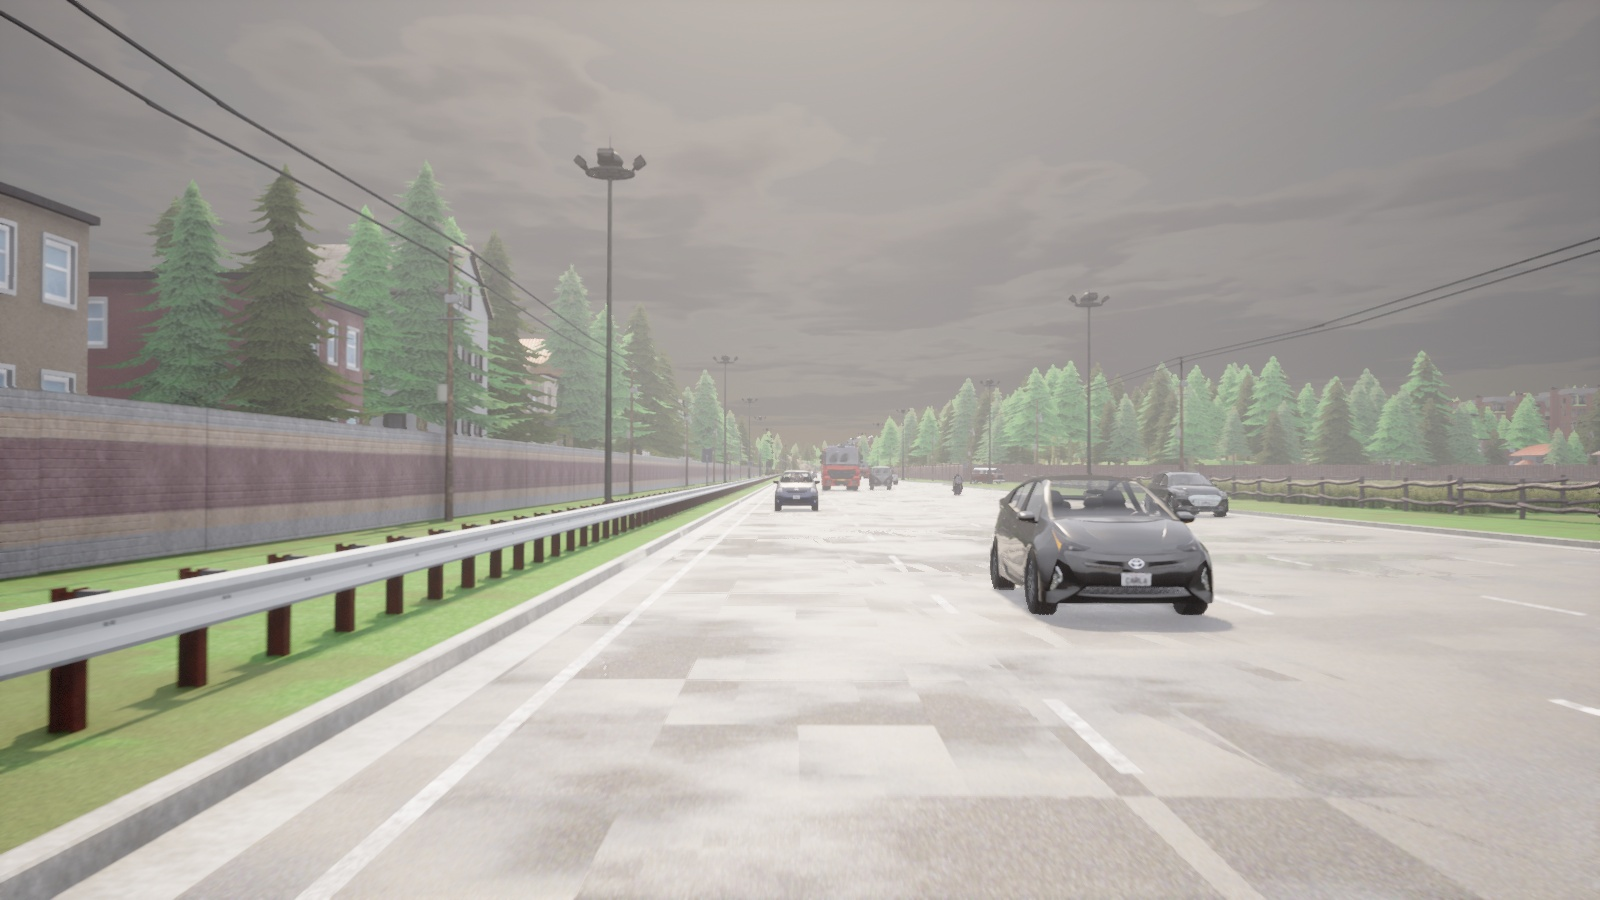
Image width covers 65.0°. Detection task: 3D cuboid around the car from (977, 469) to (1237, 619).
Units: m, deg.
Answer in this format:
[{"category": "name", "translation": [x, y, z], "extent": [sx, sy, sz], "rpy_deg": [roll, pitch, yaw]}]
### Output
[{"category": "car", "translation": [3.463, 1.001, 15.139], "extent": [2.007, 1.525, 4.514], "rpy_deg": [0, -1, 0]}]

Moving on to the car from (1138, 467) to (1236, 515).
[{"category": "car", "translation": [13.891, 1.448, 45.364], "extent": [2.033, 1.649, 4.856], "rpy_deg": [0, -1, 0]}]

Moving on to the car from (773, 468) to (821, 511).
[{"category": "car", "translation": [-0.120, 1.545, 49.694], "extent": [1.851, 1.617, 3.988], "rpy_deg": [0, -1, 0]}]

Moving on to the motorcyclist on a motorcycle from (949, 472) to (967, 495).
[{"category": "motorcyclist on a motorcycle", "translation": [10.303, 2.182, 82.032], "extent": [0.866, 1.530, 2.191], "rpy_deg": [0, -1, 0]}]
